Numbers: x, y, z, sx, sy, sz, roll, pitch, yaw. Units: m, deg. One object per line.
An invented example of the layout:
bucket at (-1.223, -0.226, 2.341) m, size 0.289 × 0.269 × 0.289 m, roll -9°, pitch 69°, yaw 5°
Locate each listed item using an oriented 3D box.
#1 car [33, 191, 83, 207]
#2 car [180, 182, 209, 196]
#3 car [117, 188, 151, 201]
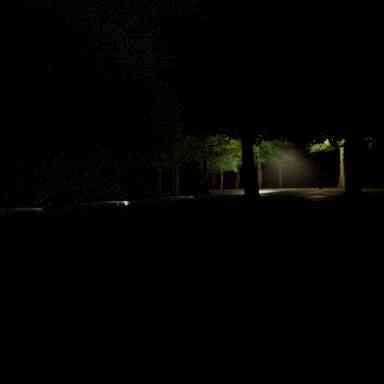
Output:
car at (-13.513, 0.666, 33.731) m, size 1.837 × 1.490 × 4.892 m, roll -1°, pitch 2°, yaw 38°
car at (0.496, -0.502, 51.905) m, size 2.150 × 2.045 × 5.566 m, roll -1°, pitch 2°, yaw 37°
car at (-7.233, 0.282, 41.878) m, size 1.812 × 1.442 × 4.674 m, roll -1°, pitch 2°, yaw 37°
